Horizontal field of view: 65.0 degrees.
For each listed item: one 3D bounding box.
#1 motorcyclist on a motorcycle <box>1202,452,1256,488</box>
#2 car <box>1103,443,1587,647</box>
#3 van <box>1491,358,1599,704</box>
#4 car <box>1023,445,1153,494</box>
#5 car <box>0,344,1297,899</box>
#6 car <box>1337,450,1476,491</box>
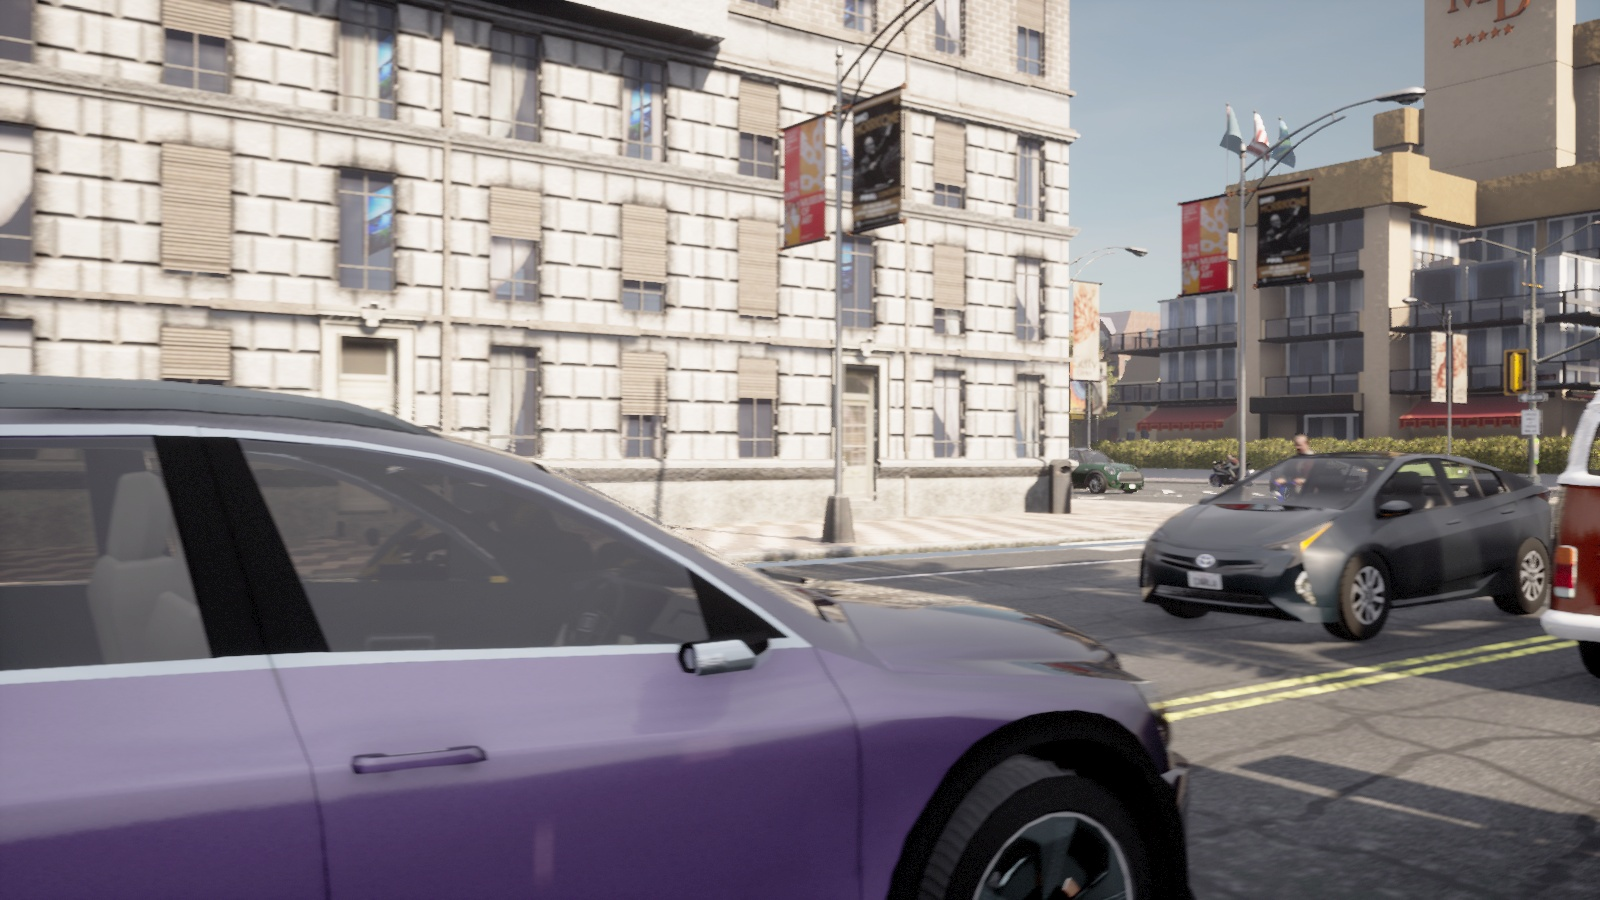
[{"bbox_3d":[19.096,0.885,55.955,0.866,1.530,2.191,0,-1,-36],"label":"motorcyclist on a motorcycle"},{"bbox_3d":[5.086,0.711,11.512,4.514,1.525,2.007,0,0,-35],"label":"car"},{"bbox_3d":[6.778,0.476,8.342,4.480,2.038,2.069,0,0,-35],"label":"van"},{"bbox_3d":[10.871,0.704,47.689,2.097,1.767,4.553,0,0,-36],"label":"car"},{"bbox_3d":[-1.249,0.685,2.805,4.856,1.649,2.033,0,0,-35],"label":"car"},{"bbox_3d":[23.795,0.771,49.388,2.007,1.525,4.514,0,0,-36],"label":"car"}]
